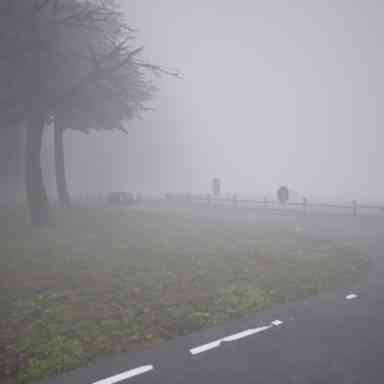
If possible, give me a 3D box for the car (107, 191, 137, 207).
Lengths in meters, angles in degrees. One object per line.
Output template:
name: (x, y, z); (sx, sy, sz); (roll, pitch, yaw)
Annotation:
car: (-8.218, 0.706, 38.688); (2.097, 1.767, 4.553); (-1, 2, -36)
